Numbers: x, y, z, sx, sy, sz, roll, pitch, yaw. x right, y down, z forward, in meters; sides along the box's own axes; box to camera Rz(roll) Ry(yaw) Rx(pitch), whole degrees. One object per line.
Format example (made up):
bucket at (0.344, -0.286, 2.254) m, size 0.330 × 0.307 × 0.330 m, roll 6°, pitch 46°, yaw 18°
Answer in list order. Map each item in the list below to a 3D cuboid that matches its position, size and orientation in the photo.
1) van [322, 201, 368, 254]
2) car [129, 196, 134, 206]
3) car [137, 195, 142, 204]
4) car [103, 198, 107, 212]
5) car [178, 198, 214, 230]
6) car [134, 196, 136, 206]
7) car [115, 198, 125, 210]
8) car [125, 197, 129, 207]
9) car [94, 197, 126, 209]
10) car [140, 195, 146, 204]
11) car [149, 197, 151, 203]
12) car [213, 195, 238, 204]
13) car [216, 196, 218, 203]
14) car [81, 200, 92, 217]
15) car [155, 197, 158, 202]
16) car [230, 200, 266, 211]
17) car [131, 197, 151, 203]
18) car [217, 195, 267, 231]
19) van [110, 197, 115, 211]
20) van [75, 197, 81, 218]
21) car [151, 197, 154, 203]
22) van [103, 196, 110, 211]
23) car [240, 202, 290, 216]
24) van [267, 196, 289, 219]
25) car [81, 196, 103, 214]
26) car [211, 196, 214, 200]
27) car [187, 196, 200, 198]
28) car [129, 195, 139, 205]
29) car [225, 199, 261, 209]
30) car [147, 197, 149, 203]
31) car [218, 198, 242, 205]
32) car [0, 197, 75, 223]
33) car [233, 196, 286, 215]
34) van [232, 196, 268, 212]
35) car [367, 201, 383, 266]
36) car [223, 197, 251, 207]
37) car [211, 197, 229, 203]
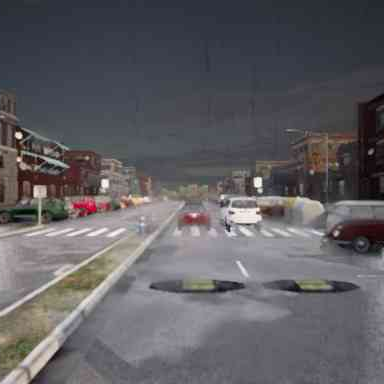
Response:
van at (7.548, 1.348, 13.351) m, size 4.442 × 1.987 × 1.878 m, roll 0°, pitch -1°, yaw 0°
car at (-12.745, 1.832, 54.848) m, size 5.008 × 1.535 × 2.097 m, roll 0°, pitch 0°, yaw 0°
car at (-12.724, 1.843, 63.311) m, size 5.008 × 1.535 × 2.097 m, roll 0°, pitch 0°, yaw 0°
car at (-12.813, 1.777, 38.294) m, size 4.892 × 1.521 × 2.231 m, roll 0°, pitch 0°, yaw 0°
car at (0.141, 1.539, 22.928) m, size 2.097 × 1.767 × 4.553 m, roll 0°, pitch 0°, yaw 0°
car at (-12.769, 1.865, 57.628) m, size 4.792 × 1.488 × 2.163 m, roll 0°, pitch 0°, yaw 0°
car at (-12.751, 1.560, 46.631) m, size 5.566 × 2.045 × 2.435 m, roll 0°, pitch 0°, yaw 0°
car at (-12.585, 1.818, 49.413) m, size 5.366 × 1.575 × 1.946 m, roll 0°, pitch 0°, yaw 0°
car at (-12.792, 1.701, 52.070) m, size 4.553 × 1.767 × 2.185 m, roll 0°, pitch 0°, yaw 0°
car at (-12.883, 1.854, 68.869) m, size 5.366 × 1.575 × 1.946 m, roll 0°, pitch 0°, yaw 0°
car at (-12.853, 1.921, 77.070) m, size 5.366 × 1.575 × 1.946 m, roll 0°, pitch -1°, yaw 0°
car at (7.750, 1.679, 76.769) m, size 5.566 × 2.045 × 2.435 m, roll 0°, pitch -1°, yaw 0°
car at (7.720, 1.595, 60.235) m, size 5.566 × 2.045 × 2.435 m, roll 0°, pitch 0°, yaw 0°
car at (-12.826, 1.773, 32.740) m, size 4.792 × 1.488 × 2.163 m, roll 0°, pitch 0°, yaw 0°
car at (-12.622, 2.172, 91.079) m, size 4.892 × 1.521 × 2.231 m, roll 0°, pitch -1°, yaw 0°
car at (7.721, 1.853, 46.445) m, size 4.674 × 1.452 × 2.002 m, roll 0°, pitch 0°, yaw 0°
car at (-12.645, 2.044, 82.622) m, size 4.674 × 1.452 × 2.002 m, roll 0°, pitch -1°, yaw 0°
car at (3.143, 1.401, 22.128) m, size 2.150 × 2.045 × 5.566 m, roll 0°, pitch 0°, yaw 0°
van at (-12.910, 1.575, 43.732) m, size 4.442 × 1.987 × 1.878 m, roll 0°, pitch 0°, yaw 0°
van at (-12.756, 1.497, 29.835) m, size 4.442 × 1.987 × 1.878 m, roll 0°, pitch 0°, yaw 0°
car at (-12.629, 1.709, 79.852) m, size 5.566 × 2.045 × 2.435 m, roll 0°, pitch -1°, yaw 0°
van at (-12.924, 1.564, 41.078) m, size 4.442 × 1.987 × 1.878 m, roll 0°, pitch 0°, yaw 0°
car at (7.675, 1.789, 35.412) m, size 4.792 × 1.488 × 2.163 m, roll 0°, pitch 0°, yaw 0°
van at (7.811, 1.497, 29.894) m, size 4.442 × 1.987 × 1.878 m, roll 0°, pitch 0°, yaw 0°
car at (-12.866, 1.508, 35.395) m, size 5.566 × 2.045 × 2.435 m, roll 0°, pitch 0°, yaw 0°
car at (7.745, 1.652, 74.016) m, size 5.566 × 2.045 × 2.435 m, roll 0°, pitch 0°, yaw 0°
car at (0.176, 1.532, 40.841) m, size 2.150 × 2.045 × 5.566 m, roll 0°, pitch 0°, yaw 0°
car at (-12.736, 1.841, 60.408) m, size 4.892 × 1.521 × 2.231 m, roll 0°, pitch 0°, yaw 0°
car at (7.919, 1.826, 51.961) m, size 5.366 × 1.575 × 1.946 m, roll 0°, pitch 0°, yaw 0°
car at (-12.675, 1.933, 74.296) m, size 4.674 × 1.452 × 2.002 m, roll 0°, pitch 0°, yaw 0°
car at (7.793, 1.897, 68.505) m, size 4.792 × 1.488 × 2.163 m, roll 0°, pitch 0°, yaw 0°
car at (-12.920, 1.450, 27.059) m, size 5.566 × 2.045 × 2.435 m, roll 0°, pitch 0°, yaw 0°
car at (7.681, 1.523, 38.171) m, size 5.566 × 2.045 × 2.435 m, roll 0°, pitch 0°, yaw 0°
van at (7.602, 1.576, 43.687) m, size 4.442 × 1.987 × 1.878 m, roll 0°, pitch 0°, yaw 0°
car at (7.626, 1.274, 7.839) m, size 5.566 × 2.045 × 2.435 m, roll 0°, pitch -1°, yaw 0°
car at (7.713, 1.715, 57.478) m, size 4.553 × 1.767 × 2.185 m, roll 0°, pitch 0°, yaw 0°
car at (7.837, 2.250, 93.300) m, size 4.792 × 1.488 × 2.163 m, roll 0°, pitch -1°, yaw 0°
